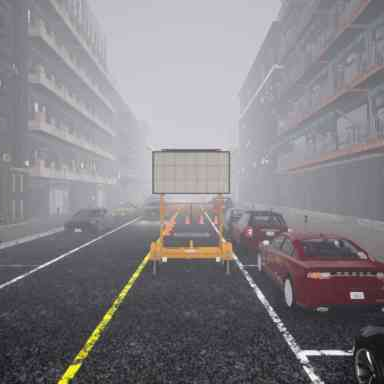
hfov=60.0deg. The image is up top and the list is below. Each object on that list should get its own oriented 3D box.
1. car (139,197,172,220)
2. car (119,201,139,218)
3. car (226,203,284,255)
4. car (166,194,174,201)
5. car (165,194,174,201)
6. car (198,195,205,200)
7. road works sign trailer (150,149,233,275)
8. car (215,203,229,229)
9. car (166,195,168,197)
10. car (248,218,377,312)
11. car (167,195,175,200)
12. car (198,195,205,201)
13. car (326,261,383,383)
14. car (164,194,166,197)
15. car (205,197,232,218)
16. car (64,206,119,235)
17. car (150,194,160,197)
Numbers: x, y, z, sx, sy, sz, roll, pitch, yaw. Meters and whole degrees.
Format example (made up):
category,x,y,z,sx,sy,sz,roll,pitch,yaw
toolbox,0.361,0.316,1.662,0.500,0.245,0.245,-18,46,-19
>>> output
category,x,y,z,sx,sy,sz,roll,pitch,yaw
car,-3.054,1.474,28.578,1.882,1.535,5.008,0,0,0
car,-5.746,1.522,29.992,1.752,1.417,4.829,0,0,0
car,2.666,1.440,13.266,1.967,1.590,4.097,0,0,0
car,-5.842,1.290,80.890,2.192,1.841,5.009,0,0,0
car,-5.853,1.412,86.526,1.967,1.590,4.097,0,0,0
car,2.516,1.513,92.175,1.887,1.381,4.507,0,0,0
road works sign trailer,-0.020,0.464,10.393,2.380,3.560,2.880,0,0,0
car,2.656,1.550,18.901,2.008,1.369,4.403,0,0,0
car,-5.801,1.568,58.345,1.802,1.307,4.206,0,0,0
car,2.677,1.545,7.629,1.887,1.381,4.507,0,0,0
car,-5.864,1.513,92.163,1.887,1.381,4.507,0,0,0
car,2.537,1.500,81.072,1.752,1.417,4.829,0,0,0
car,2.687,1.566,1.993,1.947,1.339,4.313,0,0,0
car,-5.788,1.304,52.708,2.192,1.841,5.009,0,0,0
car,2.635,1.312,30.175,2.192,1.841,5.009,0,0,0
car,-5.725,1.565,18.889,1.947,1.339,4.313,0,0,0
car,-5.779,1.431,47.072,1.967,1.590,4.097,0,0,0
